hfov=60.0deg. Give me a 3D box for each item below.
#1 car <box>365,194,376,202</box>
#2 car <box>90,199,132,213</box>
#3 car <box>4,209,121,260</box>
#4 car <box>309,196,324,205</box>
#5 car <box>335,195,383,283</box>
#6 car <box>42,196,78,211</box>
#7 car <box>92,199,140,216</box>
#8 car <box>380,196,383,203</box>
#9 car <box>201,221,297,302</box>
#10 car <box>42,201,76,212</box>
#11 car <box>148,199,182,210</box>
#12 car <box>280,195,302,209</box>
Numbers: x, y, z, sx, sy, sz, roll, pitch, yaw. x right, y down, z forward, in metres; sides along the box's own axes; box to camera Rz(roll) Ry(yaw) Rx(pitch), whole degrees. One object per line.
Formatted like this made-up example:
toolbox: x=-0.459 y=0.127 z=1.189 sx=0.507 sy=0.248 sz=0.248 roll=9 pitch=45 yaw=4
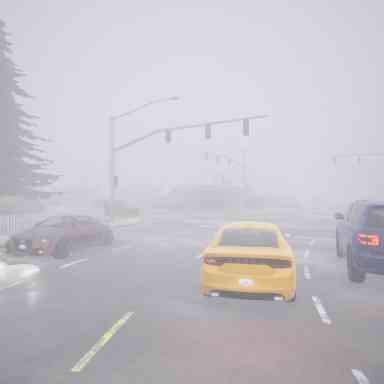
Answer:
car: x=42.809 y=1.355 z=79.739 sx=2.097 sy=1.767 sz=4.553 roll=0 pitch=0 yaw=31
car: x=-9.322 y=1.560 z=38.132 sx=4.892 sy=1.490 sz=1.837 roll=0 pitch=0 yaw=32
car: x=-4.773 y=1.564 z=12.520 sx=1.994 sy=1.385 sz=4.181 roll=0 pitch=0 yaw=19
car: x=22.438 y=1.526 z=59.956 sx=1.812 sy=1.442 sz=4.674 roll=0 pitch=0 yaw=32
car: x=5.453 y=1.221 z=9.459 sx=2.150 sy=2.045 sz=5.566 roll=0 pitch=0 yaw=19
car: x=-17.048 y=1.407 z=42.941 sx=4.553 sy=1.767 sz=2.097 roll=0 pitch=0 yaw=32
car: x=-7.255 y=1.560 z=32.715 sx=4.892 sy=1.490 sz=1.837 roll=0 pitch=0 yaw=34
car: x=40.485 y=1.540 z=69.234 sx=2.033 sy=1.411 sz=5.357 roll=0 pitch=0 yaw=31
car: x=1.490 y=1.478 z=8.426 sx=1.882 sy=1.535 sz=5.008 roll=0 pitch=0 yaw=12
car: x=-15.106 y=1.581 z=37.607 sx=4.674 sy=1.442 sz=1.812 roll=0 pitch=0 yaw=32
car: x=-3.494 y=1.581 z=42.835 sx=4.674 sy=1.442 sz=1.812 roll=0 pitch=0 yaw=33
car: x=13.621 y=1.547 z=45.637 sx=2.033 sy=1.411 sz=5.357 roll=0 pitch=0 yaw=31
